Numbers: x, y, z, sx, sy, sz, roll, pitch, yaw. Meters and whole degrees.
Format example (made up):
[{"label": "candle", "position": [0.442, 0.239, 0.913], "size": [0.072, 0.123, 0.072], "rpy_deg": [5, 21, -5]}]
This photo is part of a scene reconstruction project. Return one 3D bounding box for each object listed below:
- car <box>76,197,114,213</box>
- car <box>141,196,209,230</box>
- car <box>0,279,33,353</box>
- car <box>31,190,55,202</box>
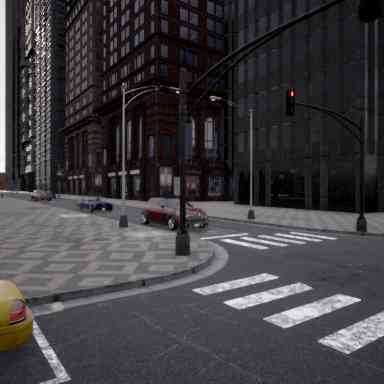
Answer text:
[{"label": "car", "position": [-8.585, 1.082, 29.286], "size": [1.895, 1.301, 4.718], "rpy_deg": [0, 1, -36]}, {"label": "car", "position": [-1.055, 1.072, 18.841], "size": [2.097, 1.767, 4.553], "rpy_deg": [0, 1, -36]}, {"label": "car", "position": [-4.393, 1.525, 3.515], "size": [4.829, 1.417, 1.752], "rpy_deg": [0, 0, -35]}, {"label": "car", "position": [-21.452, 0.448, 47.281], "size": [2.097, 1.767, 4.553], "rpy_deg": [0, 1, -35]}]
